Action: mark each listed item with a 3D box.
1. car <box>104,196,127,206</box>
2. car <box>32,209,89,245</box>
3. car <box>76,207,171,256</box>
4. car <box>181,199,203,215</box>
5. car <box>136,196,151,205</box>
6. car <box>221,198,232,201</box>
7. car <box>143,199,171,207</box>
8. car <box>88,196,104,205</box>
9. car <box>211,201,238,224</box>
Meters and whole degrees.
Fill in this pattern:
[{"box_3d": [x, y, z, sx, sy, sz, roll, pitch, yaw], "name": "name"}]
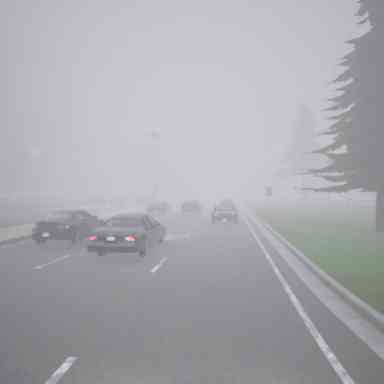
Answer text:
[{"box_3d": [-12.758, 1.513, 57.399, 2.128, 1.511, 4.902, 0, 0, 6], "name": "car"}, {"box_3d": [-5.585, 1.531, 15.548, 1.812, 1.442, 4.674, 0, 0, 6], "name": "car"}, {"box_3d": [-2.341, 1.553, 13.199, 2.033, 1.411, 5.357, 0, 0, 6], "name": "car"}, {"box_3d": [0.042, 1.493, 34.855, 1.882, 1.535, 5.008, 0, 0, 6], "name": "car"}, {"box_3d": [-8.890, 1.502, 60.856, 1.882, 1.535, 5.008, 0, 0, 6], "name": "car"}, {"box_3d": [4.388, 1.524, 42.299, 1.837, 1.490, 4.892, 0, 0, 6], "name": "car"}, {"box_3d": [-3.433, 1.615, 35.281, 1.895, 1.301, 4.718, 0, 0, 6], "name": "car"}, {"box_3d": [-16.282, 1.511, 57.263, 2.128, 1.511, 4.902, 0, 0, 6], "name": "car"}, {"box_3d": [2.471, 1.613, 24.973, 1.895, 1.301, 4.718, 0, 0, 6], "name": "car"}]
